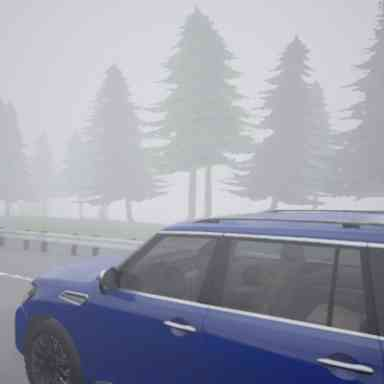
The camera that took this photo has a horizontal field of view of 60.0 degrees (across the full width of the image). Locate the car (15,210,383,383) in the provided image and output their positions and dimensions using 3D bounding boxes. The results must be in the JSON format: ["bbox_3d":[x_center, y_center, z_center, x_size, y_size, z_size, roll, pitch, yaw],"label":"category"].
[{"bbox_3d":[0.576,1.205,3.289,5.566,2.045,2.150,0,0,34],"label":"car"}]
